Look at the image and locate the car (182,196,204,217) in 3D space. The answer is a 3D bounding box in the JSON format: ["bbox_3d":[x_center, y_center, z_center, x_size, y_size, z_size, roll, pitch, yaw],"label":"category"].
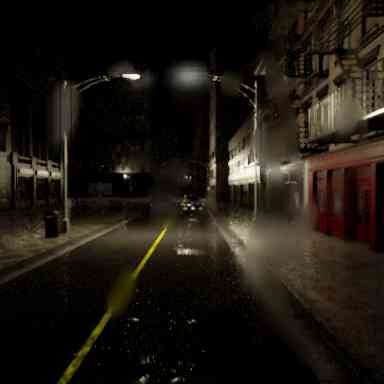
[{"bbox_3d":[0.095,1.345,28.932,2.033,1.411,5.357,0,0,0],"label":"car"}]

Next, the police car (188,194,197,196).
[{"bbox_3d":[0.043,1.107,45.490,1.930,1.638,5.238,0,0,1],"label":"police car"}]

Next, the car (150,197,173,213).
[{"bbox_3d":[-3.094,1.291,33.530,1.812,1.442,4.674,0,0,0],"label":"car"}]
